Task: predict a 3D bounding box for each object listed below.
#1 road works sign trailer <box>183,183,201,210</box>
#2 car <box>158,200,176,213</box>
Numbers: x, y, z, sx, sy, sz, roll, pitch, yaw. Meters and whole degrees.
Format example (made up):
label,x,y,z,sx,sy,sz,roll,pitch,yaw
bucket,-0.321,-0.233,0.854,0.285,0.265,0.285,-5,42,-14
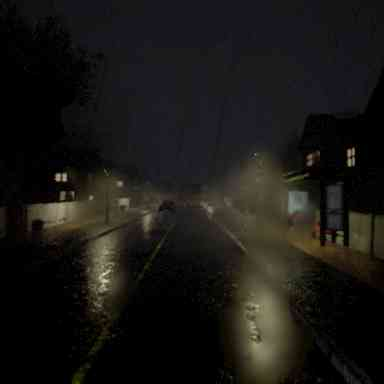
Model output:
label,x,y,z,sx,sy,sz,roll,pitch,yaw
road works sign trailer,-0.008,0.609,45.379,2.380,3.560,2.880,0,0,1
car,-2.849,1.654,38.878,2.033,1.411,5.357,0,0,0
